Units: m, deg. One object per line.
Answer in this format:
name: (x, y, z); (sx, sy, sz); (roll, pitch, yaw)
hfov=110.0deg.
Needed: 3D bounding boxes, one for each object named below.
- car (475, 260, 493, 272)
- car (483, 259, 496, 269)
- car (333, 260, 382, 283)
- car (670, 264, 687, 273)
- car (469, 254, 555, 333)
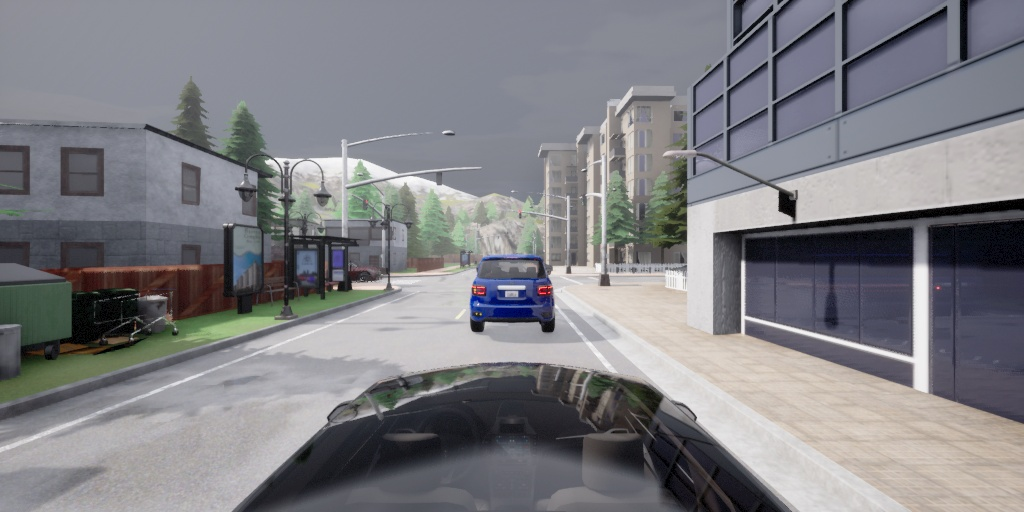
car: (-3.599, 1.297, 47.279); (2.033, 1.411, 5.357); (0, 0, 0)
car: (-3.591, 1.227, 58.316); (1.882, 1.535, 5.008); (0, 0, 0)
car: (-12.104, 1.083, 26.539); (4.553, 1.767, 2.097); (0, 0, -6)
car: (16.500, 1.270, 31.858); (4.892, 1.490, 1.837); (0, 0, -2)
car: (0.050, 0.971, 10.939); (2.150, 2.045, 5.566); (0, 0, 1)
